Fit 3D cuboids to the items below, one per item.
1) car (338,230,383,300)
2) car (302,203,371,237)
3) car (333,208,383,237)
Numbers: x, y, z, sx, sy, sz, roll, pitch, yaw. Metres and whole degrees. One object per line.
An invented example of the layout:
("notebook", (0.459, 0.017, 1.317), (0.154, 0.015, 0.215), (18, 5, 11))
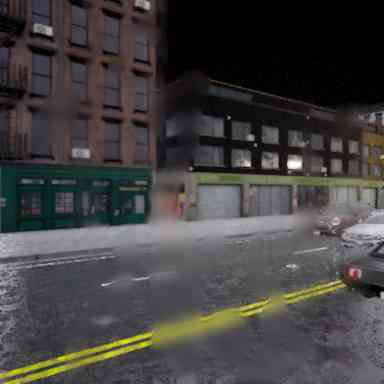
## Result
("car", (5.364, 1.608, 7.266), (4.718, 1.301, 1.895), (0, 0, -36))
("car", (7.769, 1.367, 17.191), (4.553, 1.767, 2.097), (0, 0, -35))
("car", (7.924, 1.539, 13.317), (4.674, 1.442, 1.812), (0, 0, -35))
